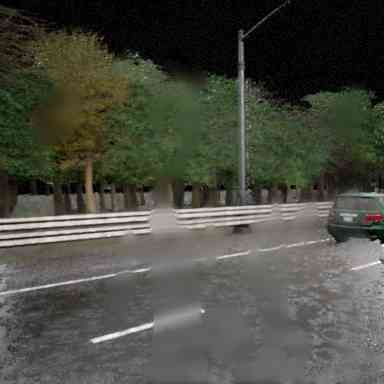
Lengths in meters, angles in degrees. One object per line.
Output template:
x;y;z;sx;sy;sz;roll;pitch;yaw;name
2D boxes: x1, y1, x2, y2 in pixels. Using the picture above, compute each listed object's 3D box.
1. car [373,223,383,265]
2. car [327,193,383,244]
6.933;1.469;8.696;4.718;1.301;1.895;-1;0;-36;car
7.842;1.049;13.661;5.566;2.045;2.150;-1;0;-36;car
